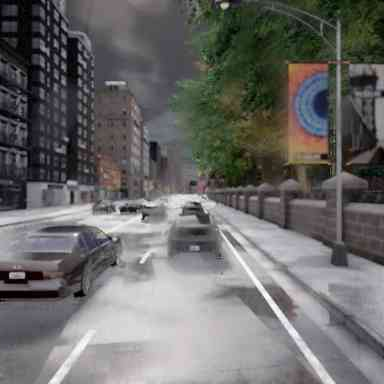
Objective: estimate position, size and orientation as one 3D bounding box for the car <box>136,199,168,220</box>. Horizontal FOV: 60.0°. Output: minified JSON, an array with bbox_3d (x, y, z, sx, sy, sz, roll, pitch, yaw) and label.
[{"bbox_3d":[-3.156,1.562,28.653,2.128,1.511,4.902,0,0,0],"label":"car"}]

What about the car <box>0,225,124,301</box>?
[{"bbox_3d":[-3.166,1.569,8.554,2.033,1.411,5.357,0,0,0],"label":"car"}]

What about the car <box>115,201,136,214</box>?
[{"bbox_3d":[-6.595,1.691,36.181,1.895,1.301,4.718,0,0,0],"label":"car"}]

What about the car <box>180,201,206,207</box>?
[{"bbox_3d":[0.094,1.576,28.651,1.837,1.490,4.892,0,0,0],"label":"car"}]

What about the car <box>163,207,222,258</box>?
[{"bbox_3d":[0.091,1.536,12.873,1.837,1.490,4.892,0,0,0],"label":"car"}]

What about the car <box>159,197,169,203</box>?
[{"bbox_3d":[-6.500,1.752,78.157,1.895,1.301,4.718,0,0,0],"label":"car"}]

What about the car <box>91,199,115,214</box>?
[{"bbox_3d":[-9.842,1.598,37.364,1.837,1.490,4.892,0,0,0],"label":"car"}]
